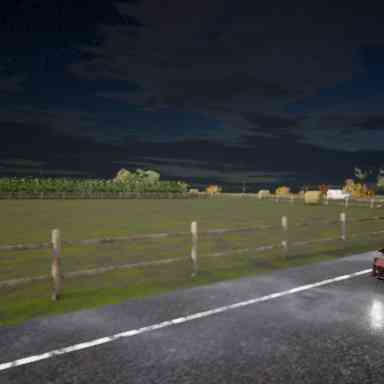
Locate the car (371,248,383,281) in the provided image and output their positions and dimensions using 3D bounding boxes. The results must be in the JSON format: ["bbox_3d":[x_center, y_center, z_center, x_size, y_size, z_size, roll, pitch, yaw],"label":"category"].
[{"bbox_3d":[6.522,1.616,8.644,4.181,1.385,1.994,0,0,-35],"label":"car"}]

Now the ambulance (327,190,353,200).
[{"bbox_3d":[38.207,0.774,85.789,2.351,2.431,6.366,2,0,-32],"label":"ambulance"}]
